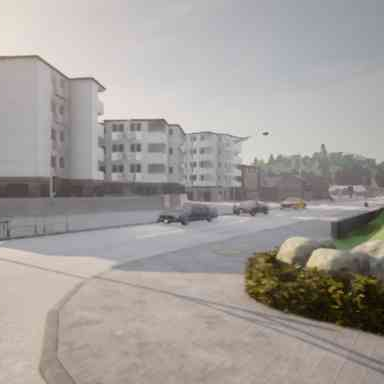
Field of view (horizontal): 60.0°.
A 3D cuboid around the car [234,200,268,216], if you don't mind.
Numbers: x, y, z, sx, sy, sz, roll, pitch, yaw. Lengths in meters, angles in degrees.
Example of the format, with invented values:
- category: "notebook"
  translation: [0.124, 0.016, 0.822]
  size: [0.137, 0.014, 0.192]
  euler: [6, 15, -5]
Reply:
- category: "car"
  translation: [5.747, 1.474, 31.740]
  size: [1.812, 1.442, 4.674]
  euler: [0, 0, 36]

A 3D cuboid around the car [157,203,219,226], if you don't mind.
- category: "car"
  translation: [-0.128, 1.496, 23.525]
  size: [2.033, 1.411, 5.357]
  euler: [0, 0, 36]

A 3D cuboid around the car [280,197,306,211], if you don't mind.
- category: "car"
  translation: [12.570, 1.427, 41.257]
  size: [1.882, 1.535, 5.008]
  euler: [0, 0, 36]
